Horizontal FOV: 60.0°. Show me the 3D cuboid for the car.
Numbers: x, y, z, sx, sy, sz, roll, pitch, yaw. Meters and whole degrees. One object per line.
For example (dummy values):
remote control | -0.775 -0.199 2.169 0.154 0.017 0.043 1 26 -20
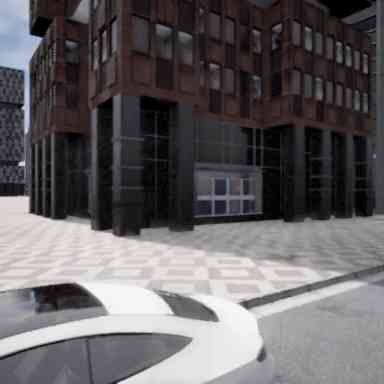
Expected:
car | -1.382 1.526 2.383 4.674 1.442 1.812 0 0 -35
